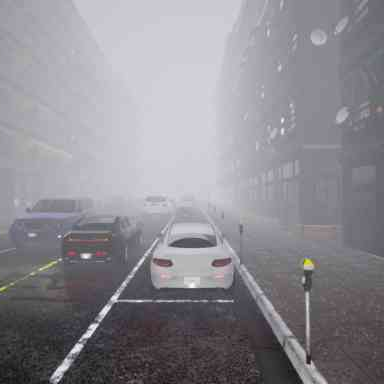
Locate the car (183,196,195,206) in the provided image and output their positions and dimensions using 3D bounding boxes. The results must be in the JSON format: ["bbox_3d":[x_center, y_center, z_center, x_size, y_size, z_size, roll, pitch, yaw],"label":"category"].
[{"bbox_3d":[-0.473,1.553,59.411,1.967,1.590,4.097,1,0,0],"label":"car"}]

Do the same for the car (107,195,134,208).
[{"bbox_3d":[-8.313,1.366,37.346,2.192,1.841,5.009,1,0,0],"label":"car"}]

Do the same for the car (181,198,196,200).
[{"bbox_3d":[-0.438,1.583,31.754,1.887,1.381,4.507,1,0,0],"label":"car"}]

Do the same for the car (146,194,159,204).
[{"bbox_3d":[-8.317,1.471,70.528,2.192,1.841,5.009,1,0,0],"label":"car"}]

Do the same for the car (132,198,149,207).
[{"bbox_3d":[-8.321,1.660,53.938,1.947,1.339,4.313,1,0,0],"label":"car"}]

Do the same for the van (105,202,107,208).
[{"bbox_3d":[-8.313,1.368,26.285,1.690,1.788,3.998,1,0,0],"label":"van"}]

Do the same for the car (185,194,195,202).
[{"bbox_3d":[-0.472,1.521,81.536,2.192,1.841,5.009,1,0,0],"label":"car"}]

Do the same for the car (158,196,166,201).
[{"bbox_3d":[-8.326,1.847,92.652,1.802,1.307,4.206,1,0,0],"label":"car"}]

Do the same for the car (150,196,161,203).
[{"bbox_3d":[-8.323,1.725,76.059,1.887,1.381,4.507,1,0,0],"label":"car"}]

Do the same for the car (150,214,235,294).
[{"bbox_3d":[0.003,1.531,8.653,1.812,1.442,4.674,0,0,0],"label":"car"}]

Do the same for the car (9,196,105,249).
[{"bbox_3d":[-5.872,1.232,14.979,2.150,2.045,5.566,0,0,0],"label":"car"}]

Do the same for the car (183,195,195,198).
[{"bbox_3d":[-0.429,1.490,37.286,1.967,1.590,4.097,1,0,0],"label":"car"}]

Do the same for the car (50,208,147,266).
[{"bbox_3d":[-2.922,1.512,11.597,1.837,1.490,4.892,0,0,0],"label":"car"}]

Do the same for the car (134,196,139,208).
[{"bbox_3d":[-8.314,1.379,42.876,2.192,1.841,5.009,1,0,0],"label":"car"}]

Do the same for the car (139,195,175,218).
[{"bbox_3d":[-3.022,1.255,29.771,2.150,2.045,5.566,0,0,0],"label":"car"}]

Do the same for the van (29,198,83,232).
[{"bbox_3d":[-8.312,1.359,20.753,1.690,1.788,3.998,2,0,0],"label":"van"}]

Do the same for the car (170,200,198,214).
[{"bbox_3d":[-0.438,1.572,26.224,1.887,1.381,4.507,1,0,0],"label":"car"}]

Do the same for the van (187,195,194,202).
[{"bbox_3d":[-0.473,1.576,87.068,1.690,1.788,3.998,1,0,0],"label":"van"}]
